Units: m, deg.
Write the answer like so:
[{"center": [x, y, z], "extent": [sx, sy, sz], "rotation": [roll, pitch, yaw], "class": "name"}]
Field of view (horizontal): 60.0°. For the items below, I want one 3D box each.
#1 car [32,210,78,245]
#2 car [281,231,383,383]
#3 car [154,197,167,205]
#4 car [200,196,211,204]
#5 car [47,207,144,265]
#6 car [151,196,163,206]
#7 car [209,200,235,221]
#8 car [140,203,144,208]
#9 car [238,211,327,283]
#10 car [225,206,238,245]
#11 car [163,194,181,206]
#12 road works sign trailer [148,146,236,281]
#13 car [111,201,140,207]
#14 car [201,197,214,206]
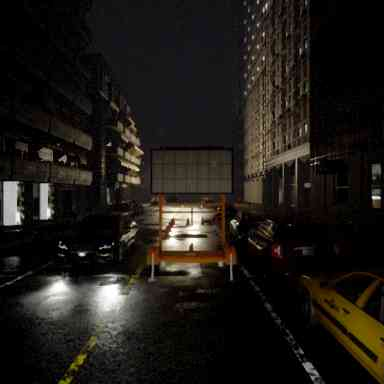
[{"center": [-5.690, 1.551, 15.292], "extent": [2.008, 1.369, 4.403], "rotation": [0, 0, 0], "class": "car"}, {"center": [2.690, 1.525, 4.166], "extent": [1.752, 1.417, 4.829], "rotation": [0, 0, 0], "class": "car"}, {"center": [-5.689, 1.605, 60.481], "extent": [1.802, 1.307, 4.206], "rotation": [0, 0, 0], "class": "car"}, {"center": [2.692, 1.579, 66.130], "extent": [2.008, 1.369, 4.403], "rotation": [0, 0, 0], "class": "car"}, {"center": [-3.098, 1.505, 11.791], "extent": [1.837, 1.490, 4.892], "rotation": [0, 0, 0], "class": "car"}, {"center": [-5.689, 1.459, 54.832], "extent": [1.967, 1.590, 4.097], "rotation": [0, 0, 0], "class": "car"}, {"center": [2.691, 1.569, 26.590], "extent": [1.947, 1.339, 4.313], "rotation": [0, 0, 0], "class": "car"}, {"center": [-5.690, 1.531, 32.069], "extent": [1.752, 1.417, 4.829], "rotation": [0, 0, 0], "class": "car"}, {"center": [2.690, 1.440, 9.643], "extent": [1.967, 1.590, 4.097], "rotation": [0, 0, 0], "class": "car"}, {"center": [2.690, 1.551, 15.293], "extent": [2.008, 1.369, 4.403], "rotation": [0, 0, 0], "class": "car"}, {"center": [-2.997, 1.049, 53.681], "extent": [2.150, 2.045, 5.566], "rotation": [0, 0, 0], "class": "car"}, {"center": [0.001, 0.464, 9.803], "extent": [2.380, 3.560, 2.880], "rotation": [0, 0, 0], "class": "road works sign trailer"}, {"center": [-5.690, 1.569, 26.590], "extent": [1.947, 1.339, 4.313], "rotation": [0, 0, 0], "class": "car"}, {"center": [2.692, 1.564, 54.832], "extent": [1.887, 1.381, 4.507], "rotation": [0, 0, 0], "class": "car"}]
